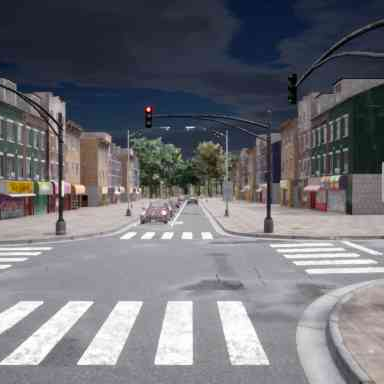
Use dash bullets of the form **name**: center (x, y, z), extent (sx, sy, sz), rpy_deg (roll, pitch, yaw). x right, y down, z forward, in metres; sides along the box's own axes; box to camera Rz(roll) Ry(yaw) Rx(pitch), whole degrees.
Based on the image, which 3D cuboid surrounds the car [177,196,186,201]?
- **car**: center (-2.623, 1.651, 84.365), extent (1.947, 1.339, 4.313), rpy_deg (-1, 0, 0)

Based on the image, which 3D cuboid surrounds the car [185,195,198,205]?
- **car**: center (0.114, 1.569, 59.348), extent (1.812, 1.442, 4.674), rpy_deg (0, 0, 0)

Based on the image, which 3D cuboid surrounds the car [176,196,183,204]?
- **car**: center (-2.634, 1.570, 46.322), extent (1.887, 1.381, 4.507), rpy_deg (-1, 0, 0)

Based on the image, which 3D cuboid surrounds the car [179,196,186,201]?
- **car**: center (-2.621, 1.678, 89.800), extent (1.802, 1.307, 4.206), rpy_deg (-1, 0, 0)

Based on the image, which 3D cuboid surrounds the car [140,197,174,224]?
- **car**: center (-2.641, 1.445, 24.583), extent (1.967, 1.590, 4.097), rpy_deg (-1, 0, 0)

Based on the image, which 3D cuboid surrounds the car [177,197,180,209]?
- **car**: center (-2.636, 1.579, 35.452), extent (1.947, 1.339, 4.313), rpy_deg (-1, 0, 0)

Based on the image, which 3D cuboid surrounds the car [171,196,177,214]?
- **car**: center (-2.639, 1.448, 30.018), extent (1.967, 1.590, 4.097), rpy_deg (-1, 0, 0)

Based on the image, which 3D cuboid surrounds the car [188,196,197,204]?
- **car**: center (0.112, 1.535, 68.463), extent (1.882, 1.535, 5.008), rpy_deg (0, 0, 0)
